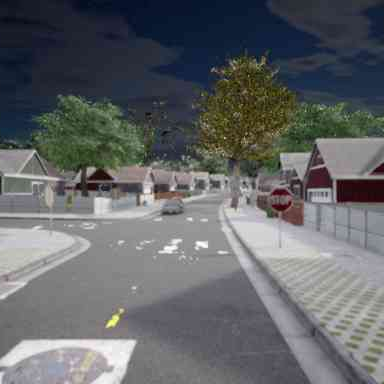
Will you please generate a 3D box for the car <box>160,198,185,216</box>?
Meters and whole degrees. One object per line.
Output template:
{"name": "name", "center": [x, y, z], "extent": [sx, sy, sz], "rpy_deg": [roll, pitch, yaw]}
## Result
{"name": "car", "center": [-1.666, 1.362, 30.289], "extent": [1.837, 1.490, 4.892], "rpy_deg": [0, 3, 4]}
